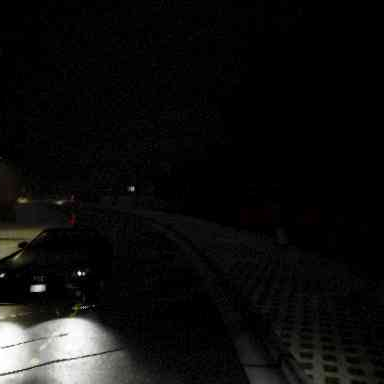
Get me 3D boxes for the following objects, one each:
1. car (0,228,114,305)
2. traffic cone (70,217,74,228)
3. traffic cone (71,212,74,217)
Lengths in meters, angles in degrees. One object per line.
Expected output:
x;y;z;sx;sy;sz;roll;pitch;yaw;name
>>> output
-3.063;1.590;8.101;1.994;1.385;4.181;0;0;-7;car
-7.441;2.020;20.678;0.340;0.580;0.340;0;0;-16;traffic cone
-8.924;2.033;25.292;0.340;0.580;0.340;0;0;-20;traffic cone
